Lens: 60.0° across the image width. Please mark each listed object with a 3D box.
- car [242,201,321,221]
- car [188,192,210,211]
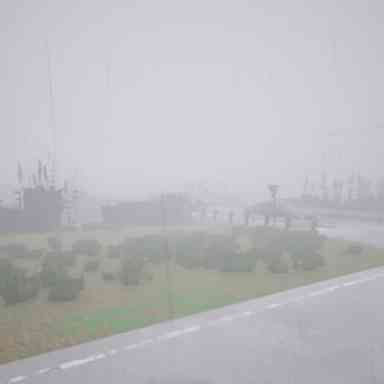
[{"bbox_3d":[5.628,1.317,21.749,2.033,1.411,5.357,0,2,-33],"label":"car"},{"bbox_3d":[-0.304,0.769,30.713,2.097,1.767,4.553,0,1,-33],"label":"car"}]
